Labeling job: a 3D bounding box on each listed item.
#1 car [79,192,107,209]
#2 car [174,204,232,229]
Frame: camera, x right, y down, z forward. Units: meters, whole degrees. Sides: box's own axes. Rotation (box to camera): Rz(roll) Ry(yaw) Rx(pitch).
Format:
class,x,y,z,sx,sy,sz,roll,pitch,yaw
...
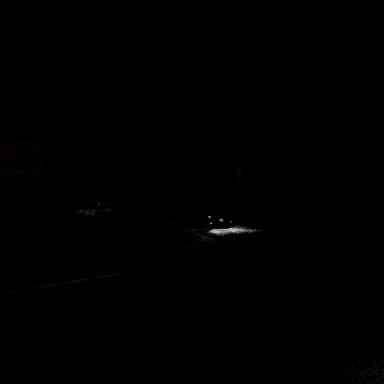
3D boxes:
class,x,y,z,sx,sy,sz,roll,pitch,yaw
car,-12.241,0.987,40.939,2.150,2.045,5.566,-1,1,-32
car,0.611,1.415,20.582,1.994,1.385,4.181,-1,1,-32
